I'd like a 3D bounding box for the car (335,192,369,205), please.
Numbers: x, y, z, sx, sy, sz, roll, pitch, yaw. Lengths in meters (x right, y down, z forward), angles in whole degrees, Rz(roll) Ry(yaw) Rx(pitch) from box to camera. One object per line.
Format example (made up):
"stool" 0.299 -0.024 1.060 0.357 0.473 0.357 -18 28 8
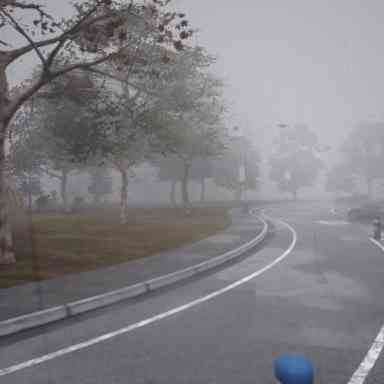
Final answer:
"car" 20.728 0.826 43.093 5.008 1.535 1.882 -1 0 -26

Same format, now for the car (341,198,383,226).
"car" 11.761 1.303 20.812 1.994 1.385 4.181 -1 1 -13
